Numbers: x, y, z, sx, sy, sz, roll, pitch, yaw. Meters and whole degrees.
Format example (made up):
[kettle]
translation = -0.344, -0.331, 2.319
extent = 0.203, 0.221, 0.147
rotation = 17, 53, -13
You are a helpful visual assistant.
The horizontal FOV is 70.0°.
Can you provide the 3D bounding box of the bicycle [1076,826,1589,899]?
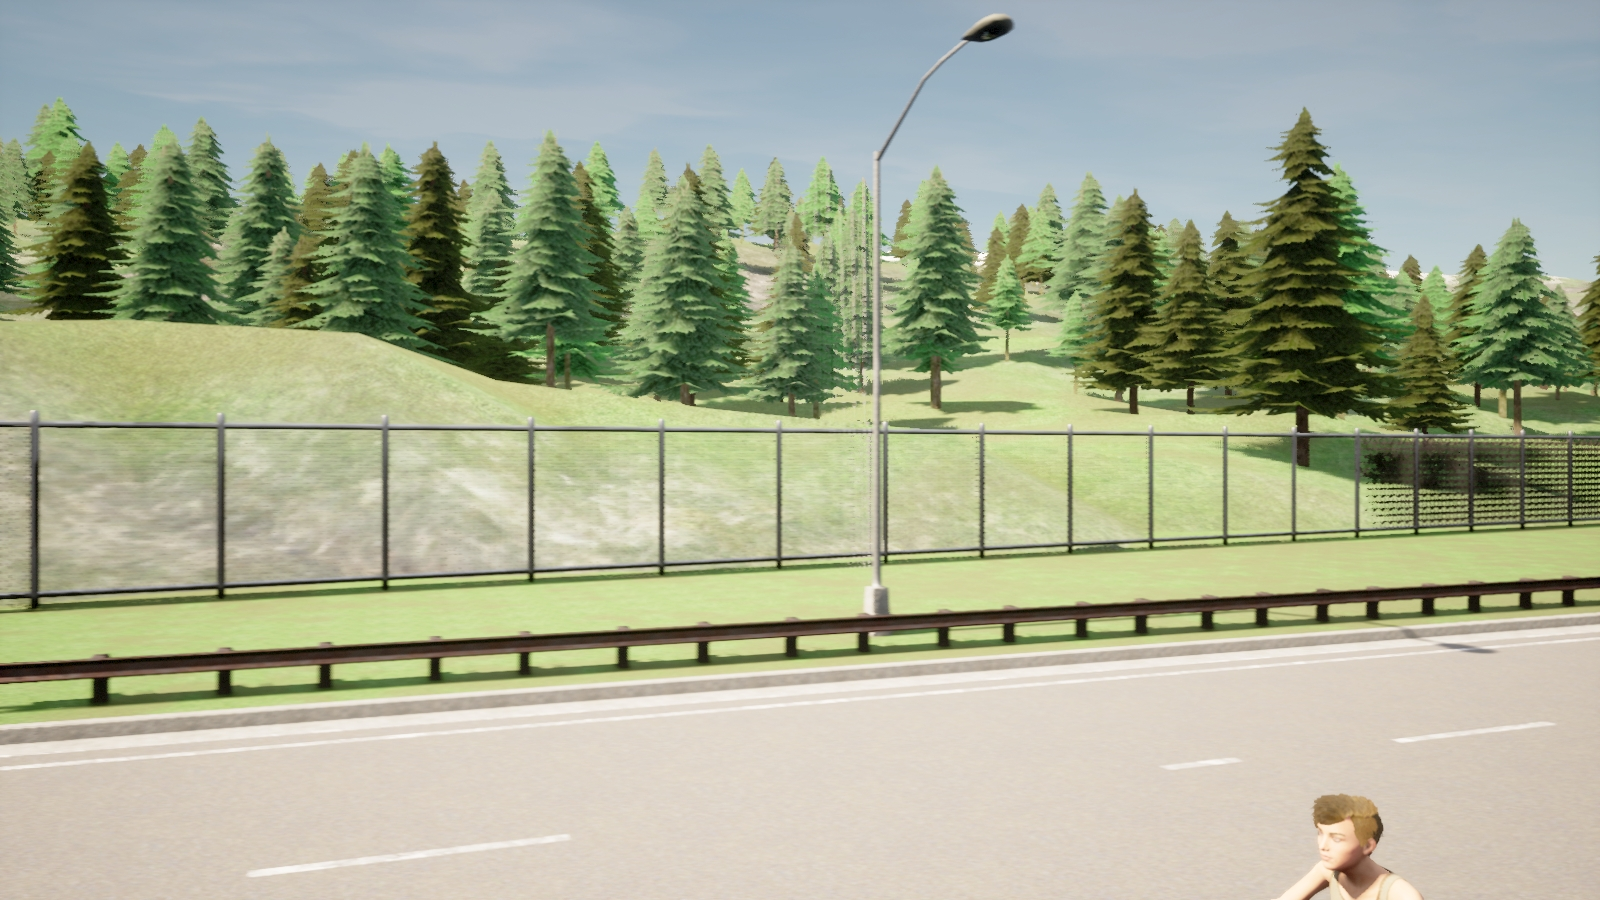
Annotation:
[bicycle]
translation = 1.836, 2.158, 3.955
extent = 1.487, 1.277, 0.859
rotation = 0, 0, -20
